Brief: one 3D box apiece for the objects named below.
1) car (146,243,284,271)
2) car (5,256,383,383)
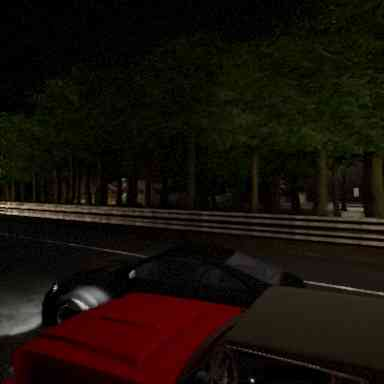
[{"bbox_3d":[-0.250,1.562,5.396,4.181,1.385,1.994,1,0,17],"label":"car"},{"bbox_3d":[0.665,1.592,2.846,4.718,1.301,1.895,0,2,27],"label":"car"}]
